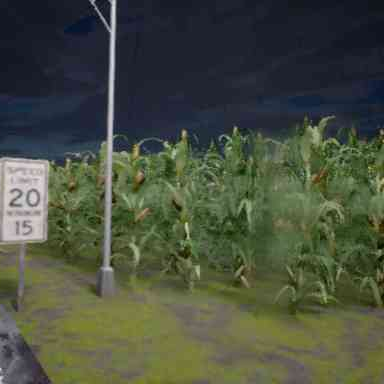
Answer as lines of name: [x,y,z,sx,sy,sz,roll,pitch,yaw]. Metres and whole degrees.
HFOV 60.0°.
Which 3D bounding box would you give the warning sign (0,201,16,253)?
warning sign: [-7.437,1.291,12.456,1.300,1.860,1.060,3,-2,-38]
